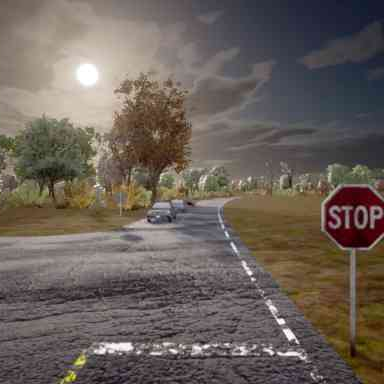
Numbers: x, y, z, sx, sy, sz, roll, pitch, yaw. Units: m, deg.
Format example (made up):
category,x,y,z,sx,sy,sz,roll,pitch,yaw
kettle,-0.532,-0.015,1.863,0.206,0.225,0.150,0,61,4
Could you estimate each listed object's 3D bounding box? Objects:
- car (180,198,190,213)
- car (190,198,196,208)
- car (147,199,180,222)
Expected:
category,x,y,z,sx,sy,sz,roll,pitch,yaw
car,-1.587,1.527,37.132,1.812,1.442,4.674,0,0,5
car,-0.456,1.601,49.648,1.895,1.301,4.718,0,0,6
car,-2.318,1.528,26.534,1.812,1.442,4.674,0,0,4
